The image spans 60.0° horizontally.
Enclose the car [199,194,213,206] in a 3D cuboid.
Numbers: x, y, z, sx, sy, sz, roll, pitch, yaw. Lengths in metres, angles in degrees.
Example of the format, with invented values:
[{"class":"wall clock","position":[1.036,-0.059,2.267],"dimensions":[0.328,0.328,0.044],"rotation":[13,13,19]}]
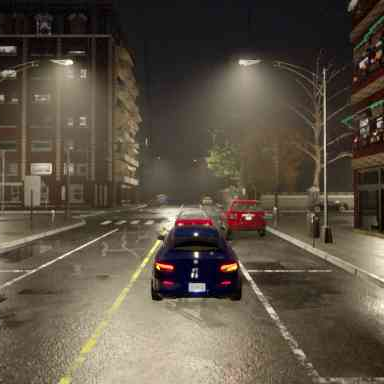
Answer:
[{"class":"car","position":[2.621,1.571,56.342],"dimensions":[1.752,1.417,4.829],"rotation":[1,0,0]}]

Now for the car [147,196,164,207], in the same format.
[{"class":"car","position":[-5.751,1.622,50.628],"dimensions":[1.802,1.307,4.206],"rotation":[1,0,0]}]

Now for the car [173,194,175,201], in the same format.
[{"class":"car","position":[-5.791,1.622,78.321],"dimensions":[2.008,1.369,4.403],"rotation":[1,0,0]}]

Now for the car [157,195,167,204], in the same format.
[{"class":"car","position":[-5.759,1.627,56.165],"dimensions":[1.802,1.307,4.206],"rotation":[1,0,0]}]

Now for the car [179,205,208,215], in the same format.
[{"class":"car","position":[0.074,1.612,17.951],"dimensions":[1.895,1.301,4.718],"rotation":[0,0,0]}]

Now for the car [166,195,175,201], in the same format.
[{"class":"car","position":[-5.808,1.638,89.398],"dimensions":[2.008,1.369,4.403],"rotation":[1,0,0]}]

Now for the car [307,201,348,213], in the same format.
[{"class":"car","position":[15.158,1.615,37.193],"dimensions":[4.313,1.339,1.947],"rotation":[0,-1,0]}]

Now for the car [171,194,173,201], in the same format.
[{"class":"car","position":[-5.783,1.646,72.782],"dimensions":[1.802,1.307,4.206],"rotation":[1,0,0]}]

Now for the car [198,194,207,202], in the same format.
[{"class":"car","position":[2.584,1.394,83.863],"dimensions":[2.192,1.841,5.009],"rotation":[1,0,0]}]

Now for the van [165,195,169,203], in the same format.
[{"class":"van","position":[-5.763,1.392,61.705],"dimensions":[1.690,1.788,3.998],"rotation":[1,0,0]}]

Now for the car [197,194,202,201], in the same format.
[{"class":"car","position":[2.597,1.615,72.786],"dimensions":[2.008,1.369,4.403],"rotation":[1,0,0]}]

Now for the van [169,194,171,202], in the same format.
[{"class":"van","position":[-5.771,1.399,67.243],"dimensions":[1.690,1.788,3.998],"rotation":[1,0,0]}]

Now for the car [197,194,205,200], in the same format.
[{"class":"car","position":[2.568,1.410,94.938],"dimensions":[2.192,1.841,5.009],"rotation":[1,0,0]}]

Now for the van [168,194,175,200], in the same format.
[{"class":"van","position":[-5.812,1.436,94.936],"dimensions":[1.690,1.788,3.998],"rotation":[1,0,0]}]

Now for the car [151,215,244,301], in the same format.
[{"class":"car","position":[0.089,1.530,8.208],"dimensions":[1.812,1.442,4.674],"rotation":[0,0,0]}]

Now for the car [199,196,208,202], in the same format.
[{"class":"car","position":[2.588,1.637,78.325],"dimensions":[1.947,1.339,4.313],"rotation":[1,0,0]}]

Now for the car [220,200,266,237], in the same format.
[{"class":"car","position":[2.681,1.326,18.142],"dimensions":[2.192,1.841,5.009],"rotation":[1,0,0]}]
